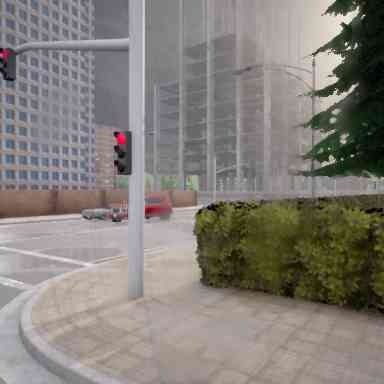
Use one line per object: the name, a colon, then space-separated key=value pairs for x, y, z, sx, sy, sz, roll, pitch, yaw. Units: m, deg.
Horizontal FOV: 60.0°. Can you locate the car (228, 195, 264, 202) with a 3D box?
car: x=6.992 y=1.356 z=40.592 sx=2.150 sy=2.045 sz=5.566 roll=0 pitch=0 yaw=35

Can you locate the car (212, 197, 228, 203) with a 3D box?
car: x=4.174 y=1.437 z=42.669 sx=2.097 sy=1.767 sz=4.553 roll=0 pitch=0 yaw=35

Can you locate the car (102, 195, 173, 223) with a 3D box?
car: x=-3.793 y=1.276 z=25.582 sx=2.150 sy=2.045 sz=5.566 roll=0 pitch=0 yaw=36

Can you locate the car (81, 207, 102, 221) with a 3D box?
car: x=-6.721 y=1.656 z=27.508 sx=1.895 sy=1.301 sz=4.718 roll=0 pitch=0 yaw=35
